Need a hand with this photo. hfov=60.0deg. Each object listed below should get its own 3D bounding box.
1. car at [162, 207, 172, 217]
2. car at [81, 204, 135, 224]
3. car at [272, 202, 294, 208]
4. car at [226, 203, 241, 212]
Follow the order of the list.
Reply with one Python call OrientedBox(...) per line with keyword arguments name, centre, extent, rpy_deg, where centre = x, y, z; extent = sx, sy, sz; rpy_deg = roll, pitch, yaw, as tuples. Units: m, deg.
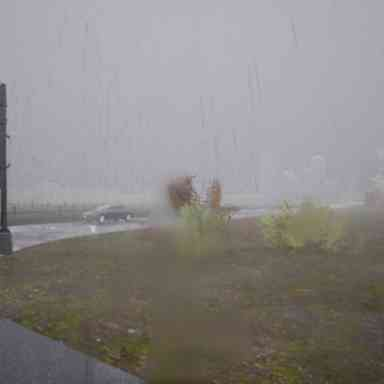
OrientedBox(name="car", centre=(-1.288, 1.928, 36.394), extent=(1.837, 1.490, 4.892), rpy_deg=(-1, -1, 36))
OrientedBox(name="car", centre=(-7.071, 1.819, 28.374), extent=(1.837, 1.490, 4.892), rpy_deg=(-1, -1, 36))
OrientedBox(name="car", centre=(14.062, 2.078, 51.478), extent=(2.128, 1.511, 4.902), rpy_deg=(-1, -1, 36))
OrientedBox(name="car", centre=(4.722, 2.136, 44.718), extent=(1.895, 1.301, 4.718), rpy_deg=(-1, -1, 36))
